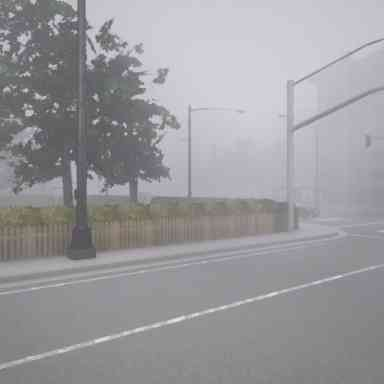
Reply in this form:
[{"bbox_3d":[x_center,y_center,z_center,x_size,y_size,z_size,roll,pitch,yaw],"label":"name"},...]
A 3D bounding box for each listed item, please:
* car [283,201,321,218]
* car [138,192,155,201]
[{"bbox_3d":[9.406,1.511,30.334,1.812,1.442,4.674,0,0,-35],"label":"car"},{"bbox_3d":[-7.630,0.928,55.084,2.150,2.045,5.566,0,0,-35],"label":"car"}]
